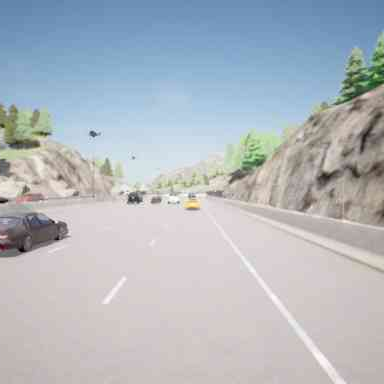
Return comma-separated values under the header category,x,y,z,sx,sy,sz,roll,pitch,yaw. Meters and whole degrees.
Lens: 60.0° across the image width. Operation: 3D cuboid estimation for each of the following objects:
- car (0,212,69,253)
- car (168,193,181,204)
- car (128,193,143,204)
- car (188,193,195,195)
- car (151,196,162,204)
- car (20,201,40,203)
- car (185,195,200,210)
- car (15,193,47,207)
category,x,y,z,sx,sy,sz,roll,pitch,yaw
car,-6.857,1.517,13.475,2.033,1.411,5.357,0,0,1
car,-3.464,1.219,66.154,2.150,2.045,5.566,0,0,0
car,-10.467,1.186,61.669,2.150,2.045,5.566,0,0,0
car,-0.074,0.990,79.578,2.097,1.767,4.553,0,0,0
car,-6.962,1.473,65.826,2.128,1.511,4.902,0,0,0
car,-21.091,1.473,44.839,1.994,1.385,4.181,0,0,0
car,0.053,1.489,44.288,1.882,1.535,5.008,0,0,0
car,-24.569,1.123,50.986,2.150,2.045,5.566,0,0,1
